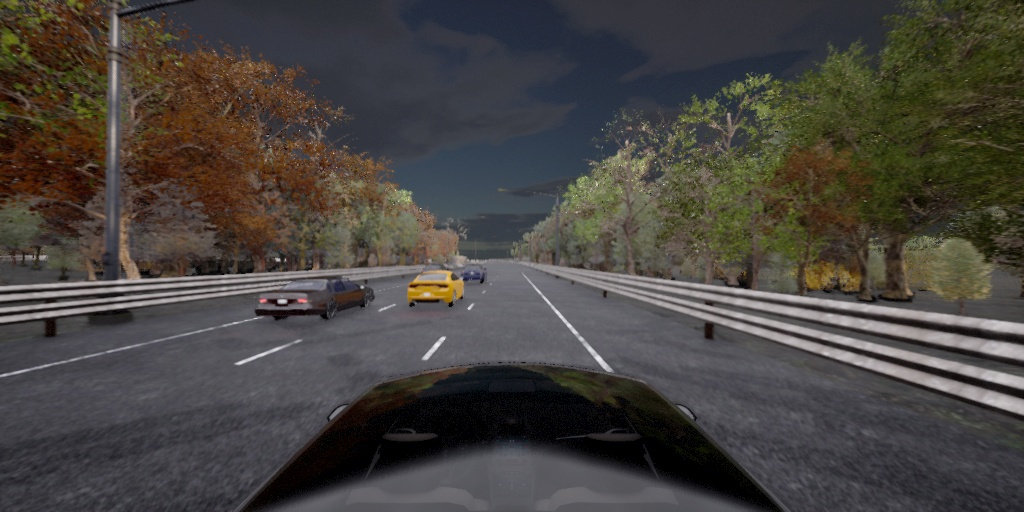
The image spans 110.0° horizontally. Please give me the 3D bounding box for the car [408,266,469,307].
[{"bbox_3d":[-3.419,1.432,16.883,1.882,1.535,5.008,0,-1,0],"label":"car"}]

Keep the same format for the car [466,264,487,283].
[{"bbox_3d":[-3.443,1.523,33.089,2.097,1.767,4.553,0,-1,0],"label":"car"}]

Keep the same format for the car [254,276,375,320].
[{"bbox_3d":[-6.913,1.454,13.295,2.033,1.411,5.357,0,-1,0],"label":"car"}]

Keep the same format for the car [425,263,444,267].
[{"bbox_3d":[-6.943,1.523,33.087,2.097,1.767,4.553,0,-1,0],"label":"car"}]
